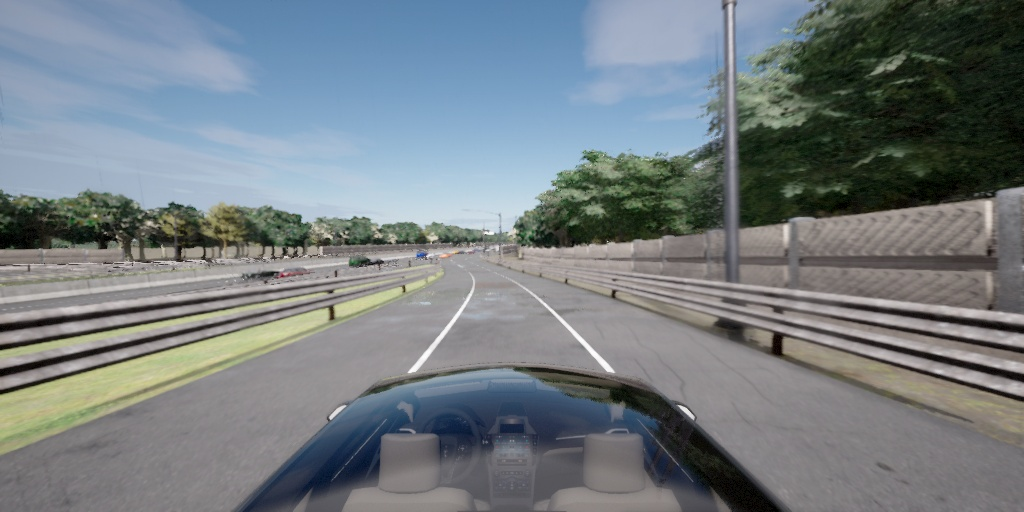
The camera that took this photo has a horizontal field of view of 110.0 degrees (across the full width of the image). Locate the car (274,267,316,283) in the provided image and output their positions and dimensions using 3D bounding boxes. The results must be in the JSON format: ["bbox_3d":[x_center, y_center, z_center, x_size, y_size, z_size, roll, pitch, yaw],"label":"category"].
[{"bbox_3d":[-26.229,2.132,44.128,2.097,1.767,4.553,0,3,9],"label":"car"}]

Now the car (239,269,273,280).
[{"bbox_3d":[-32.877,2.306,46.947,1.895,1.301,4.718,0,3,9],"label":"car"}]
